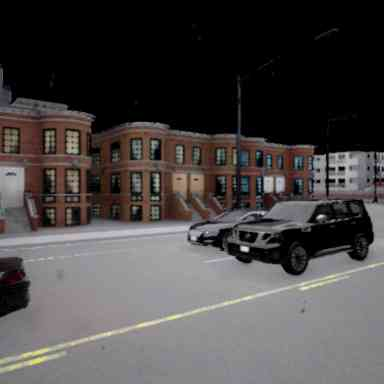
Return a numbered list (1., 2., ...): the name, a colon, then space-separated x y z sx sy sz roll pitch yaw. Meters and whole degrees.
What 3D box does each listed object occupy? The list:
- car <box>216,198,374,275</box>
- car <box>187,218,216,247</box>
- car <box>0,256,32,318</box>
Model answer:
1. car: 3.707 1.224 10.816 5.566 2.045 2.150 0 0 -36
2. car: 2.073 1.494 13.997 4.902 1.511 2.128 0 0 -35
3. car: -4.887 1.526 4.750 4.674 1.442 1.812 0 0 -35
